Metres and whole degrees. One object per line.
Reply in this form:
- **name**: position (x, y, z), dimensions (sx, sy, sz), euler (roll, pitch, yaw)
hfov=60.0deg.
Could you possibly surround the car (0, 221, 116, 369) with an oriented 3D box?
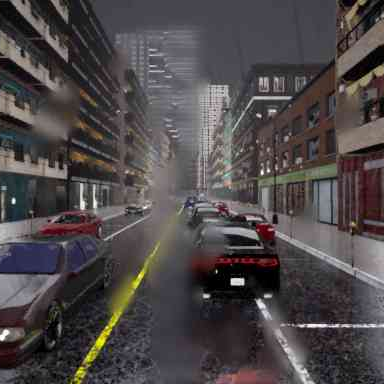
- **car**: position (-2.847, 1.549, 6.366), dimensions (2.033, 1.411, 5.357), euler (0, 0, 0)

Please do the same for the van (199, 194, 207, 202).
- **van**: position (2.598, 1.432, 77.493), dimensions (1.690, 1.788, 3.998), euler (0, 0, 0)

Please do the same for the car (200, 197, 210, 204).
- **car**: position (2.592, 1.648, 66.113), dimensions (1.802, 1.307, 4.206), euler (0, 0, 0)

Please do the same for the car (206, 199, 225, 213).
- **car**: position (2.584, 1.571, 37.666), dimensions (1.887, 1.381, 4.507), euler (1, 0, 0)

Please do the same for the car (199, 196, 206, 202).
- **car**: position (2.598, 1.629, 83.353), dimensions (1.752, 1.417, 4.829), euler (0, 0, 0)

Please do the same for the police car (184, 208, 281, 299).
- **police car**: position (0.827, 1.428, 8.629), dimensions (1.930, 1.638, 5.238), euler (0, 0, 0)

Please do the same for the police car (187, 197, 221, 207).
- **police car**: position (0.833, 1.439, 24.629), dimensions (1.930, 1.638, 5.238), euler (0, 0, 0)

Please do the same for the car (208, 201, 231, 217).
- **car**: position (2.582, 1.603, 31.976), dimensions (1.802, 1.307, 4.206), euler (1, 0, 0)

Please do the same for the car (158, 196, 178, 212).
- **car**: position (-2.738, 1.519, 39.440), dimensions (2.128, 1.511, 4.902), euler (0, 0, 0)

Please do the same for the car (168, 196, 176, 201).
- **car**: position (-5.281, 1.661, 88.866), dimensions (1.887, 1.381, 4.507), euler (0, 0, 0)

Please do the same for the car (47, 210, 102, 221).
- **car**: position (-5.303, 1.551, 14.897), dimensions (1.887, 1.381, 4.507), euler (1, 0, 0)

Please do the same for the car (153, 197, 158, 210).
- **car**: position (-5.296, 1.551, 37.488), dimensions (1.752, 1.417, 4.829), euler (1, 0, 0)

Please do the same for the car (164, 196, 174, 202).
- **car**: position (-5.284, 1.635, 77.486), dimensions (1.887, 1.381, 4.507), euler (0, 0, 0)

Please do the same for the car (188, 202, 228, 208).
- **car**: position (0.830, 1.514, 18.520), dimensions (1.837, 1.490, 4.892), euler (0, 0, 0)

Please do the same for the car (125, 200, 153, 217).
- **car**: position (-5.298, 1.571, 31.967), dimensions (2.008, 1.369, 4.403), euler (1, 0, 0)

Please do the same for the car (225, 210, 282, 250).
- **car**: position (2.577, 1.588, 14.906), dimensions (1.802, 1.307, 4.206), euler (1, 0, 0)

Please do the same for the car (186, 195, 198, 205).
- **car**: position (0.019, 1.407, 59.545), dimensions (2.097, 1.767, 4.553), euler (0, 0, 0)

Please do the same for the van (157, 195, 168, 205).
- **van**: position (-5.287, 1.397, 60.416), dimensions (1.690, 1.788, 3.998), euler (1, 0, 0)

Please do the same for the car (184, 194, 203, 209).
- **car**: position (0.028, 1.387, 46.106), dimensions (2.097, 1.767, 4.553), euler (0, 0, 0)
